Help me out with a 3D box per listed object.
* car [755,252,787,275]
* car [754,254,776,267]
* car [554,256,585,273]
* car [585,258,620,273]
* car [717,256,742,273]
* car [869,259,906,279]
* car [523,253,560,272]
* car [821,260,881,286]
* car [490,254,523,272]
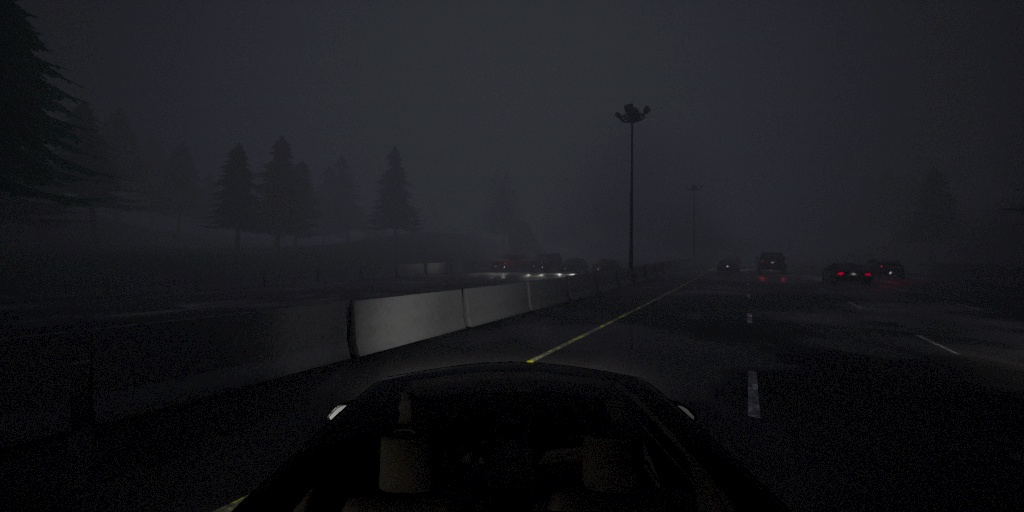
[{"bbox_3d":[24.825,0.628,34.393,2.150,2.045,5.566,0,1,33],"label":"car"},{"bbox_3d":[33.009,0.584,46.881,2.128,1.511,4.902,0,1,33],"label":"car"},{"bbox_3d":[6.769,1.014,38.949,1.837,1.490,4.892,0,1,33],"label":"car"},{"bbox_3d":[9.798,0.998,37.182,2.128,1.511,4.902,0,1,33],"label":"car"},{"bbox_3d":[22.281,0.956,36.899,1.994,1.385,4.181,0,1,33],"label":"car"},{"bbox_3d":[29.380,0.958,28.571,1.837,1.490,4.892,0,1,33],"label":"car"},{"bbox_3d":[3.852,0.699,40.882,2.150,2.045,5.566,0,1,33],"label":"car"},{"bbox_3d":[22.032,1.117,23.739,2.033,1.411,5.357,0,1,33],"label":"car"},{"bbox_3d":[-0.233,0.745,41.066,2.150,2.045,5.566,0,0,34],"label":"car"}]
